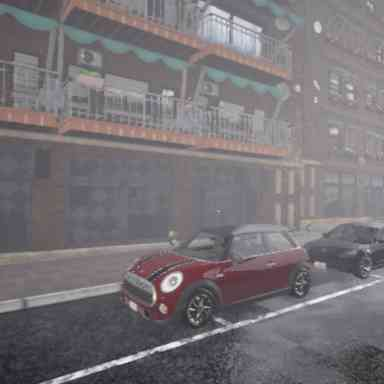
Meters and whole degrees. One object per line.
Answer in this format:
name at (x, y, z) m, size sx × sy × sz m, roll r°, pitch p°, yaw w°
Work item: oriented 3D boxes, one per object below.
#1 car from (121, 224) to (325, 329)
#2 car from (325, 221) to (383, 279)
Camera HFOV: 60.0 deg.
car at (0.615, 1.458, 6.937) m, size 4.097 × 1.590 × 1.967 m, roll 0°, pitch 1°, yaw -35°
car at (5.241, 1.607, 10.240) m, size 4.313 × 1.339 × 1.947 m, roll 0°, pitch 1°, yaw -35°
